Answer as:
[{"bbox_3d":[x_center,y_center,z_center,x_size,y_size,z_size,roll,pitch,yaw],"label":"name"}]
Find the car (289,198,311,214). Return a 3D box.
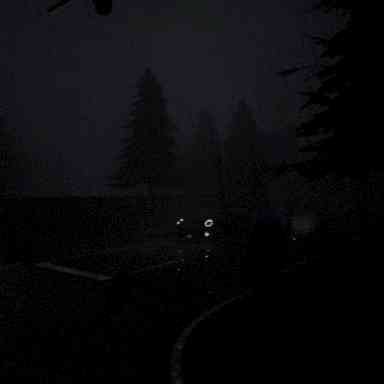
[{"bbox_3d":[10.856,1.380,33.447,2.128,1.511,4.902,-1,0,20],"label":"car"}]

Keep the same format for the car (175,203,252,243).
[{"bbox_3d":[1.177,1.358,16.381,2.097,1.767,4.553,-1,0,36],"label":"car"}]
